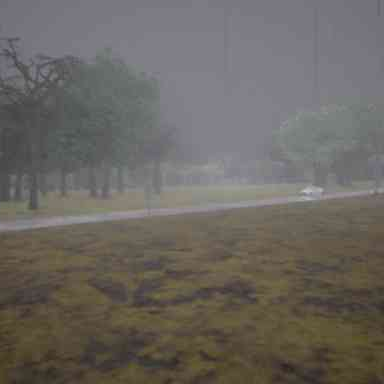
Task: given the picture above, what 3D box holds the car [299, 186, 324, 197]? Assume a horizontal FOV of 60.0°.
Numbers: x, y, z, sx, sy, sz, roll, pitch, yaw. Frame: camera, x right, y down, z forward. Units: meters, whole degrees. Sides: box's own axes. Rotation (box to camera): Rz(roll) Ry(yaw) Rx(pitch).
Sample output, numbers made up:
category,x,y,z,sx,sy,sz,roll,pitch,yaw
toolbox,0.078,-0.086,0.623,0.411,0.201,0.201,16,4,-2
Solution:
category,x,y,z,sx,sy,sz,roll,pitch,yaw
car,17.415,-0.082,48.370,4.674,1.442,1.812,-3,2,-39
